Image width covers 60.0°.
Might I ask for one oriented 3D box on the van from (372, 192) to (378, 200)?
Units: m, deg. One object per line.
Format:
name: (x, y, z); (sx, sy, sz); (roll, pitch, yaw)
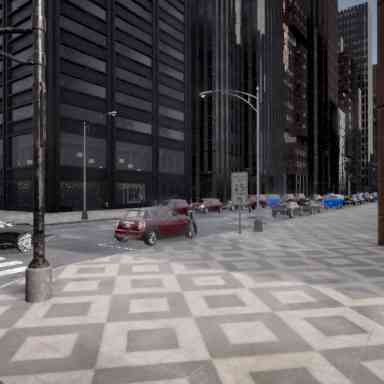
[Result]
van: (37.797, 1.157, 69.865); (1.690, 1.788, 3.998); (0, 0, 36)

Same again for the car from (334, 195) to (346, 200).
car: (37.414, 1.396, 83.939); (1.947, 1.339, 4.313); (0, 0, 36)

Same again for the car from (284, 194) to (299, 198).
car: (14.498, 1.210, 52.053); (2.192, 1.841, 5.009); (0, 0, 36)

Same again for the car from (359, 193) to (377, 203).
car: (34.525, 1.369, 65.311); (1.887, 1.381, 4.507); (0, 0, 36)

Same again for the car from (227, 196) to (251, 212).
car: (4.678, 1.481, 38.388); (2.008, 1.369, 4.403); (0, 0, 36)

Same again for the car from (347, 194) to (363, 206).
car: (24.704, 1.419, 51.646); (1.947, 1.339, 4.313); (0, 0, 36)

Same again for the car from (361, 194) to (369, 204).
car: (27.978, 1.409, 56.201); (1.947, 1.339, 4.313); (0, 0, 36)

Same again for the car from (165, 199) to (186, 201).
car: (-1.870, 1.396, 29.277); (1.967, 1.590, 4.097); (0, 0, 36)

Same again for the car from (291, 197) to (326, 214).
car: (11.611, 1.465, 33.427); (1.947, 1.339, 4.313); (0, 0, 36)

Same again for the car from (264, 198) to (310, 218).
car: (8.337, 1.463, 28.872); (2.008, 1.369, 4.403); (0, 0, 36)

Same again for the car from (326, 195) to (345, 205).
car: (23.805, 1.337, 54.958); (1.882, 1.535, 5.008); (0, 0, 35)

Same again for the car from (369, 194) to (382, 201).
car: (41.071, 1.247, 74.420); (1.967, 1.590, 4.097); (0, 0, 36)

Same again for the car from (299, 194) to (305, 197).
car: (17.771, 1.199, 56.607); (2.192, 1.841, 5.009); (0, 0, 36)

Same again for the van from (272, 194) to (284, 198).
van: (11.224, 1.247, 47.497); (1.690, 1.788, 3.998); (0, 0, 36)

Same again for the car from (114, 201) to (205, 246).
car: (-1.483, 1.393, 15.208); (1.967, 1.590, 4.097); (0, 0, 36)

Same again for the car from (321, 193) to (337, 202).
car: (30.866, 1.161, 74.829); (2.192, 1.841, 5.009); (0, 0, 36)

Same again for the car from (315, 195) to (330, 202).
car: (27.593, 1.406, 70.274); (2.008, 1.369, 4.403); (0, 0, 36)

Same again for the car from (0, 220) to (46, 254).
car: (-7.538, 1.474, 11.344); (2.128, 1.511, 4.902); (0, 0, 36)

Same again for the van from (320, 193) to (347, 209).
van: (18.157, 1.216, 42.536); (1.690, 1.788, 3.998); (0, 0, 36)

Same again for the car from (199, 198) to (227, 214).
car: (1.404, 1.383, 33.832); (1.967, 1.590, 4.097); (0, 0, 36)

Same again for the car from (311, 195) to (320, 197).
car: (24.319, 1.305, 65.719); (1.967, 1.590, 4.097); (0, 0, 36)

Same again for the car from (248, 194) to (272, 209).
car: (7.951, 1.233, 42.943); (2.192, 1.841, 5.009); (0, 0, 36)
